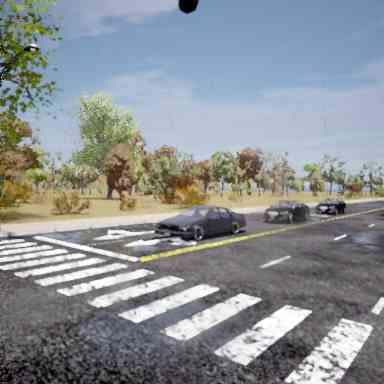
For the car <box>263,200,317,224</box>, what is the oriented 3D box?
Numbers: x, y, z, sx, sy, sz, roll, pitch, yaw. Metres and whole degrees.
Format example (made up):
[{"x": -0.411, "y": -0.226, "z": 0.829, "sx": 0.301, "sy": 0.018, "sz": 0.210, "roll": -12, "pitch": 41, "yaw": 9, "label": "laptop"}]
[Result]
[{"x": 6.785, "y": 1.331, "z": 23.578, "sx": 2.128, "sy": 1.511, "sz": 4.902, "roll": 2, "pitch": 1, "yaw": 39, "label": "car"}]

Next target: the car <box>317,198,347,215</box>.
[{"x": 13.302, "y": 1.345, "z": 31.713, "sx": 2.128, "sy": 1.511, "sz": 4.902, "roll": 2, "pitch": 1, "yaw": 39, "label": "car"}]

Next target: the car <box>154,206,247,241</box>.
[{"x": 0.640, "y": 1.374, "z": 15.896, "sx": 2.033, "sy": 1.411, "sz": 5.357, "roll": 2, "pitch": 1, "yaw": 39, "label": "car"}]
